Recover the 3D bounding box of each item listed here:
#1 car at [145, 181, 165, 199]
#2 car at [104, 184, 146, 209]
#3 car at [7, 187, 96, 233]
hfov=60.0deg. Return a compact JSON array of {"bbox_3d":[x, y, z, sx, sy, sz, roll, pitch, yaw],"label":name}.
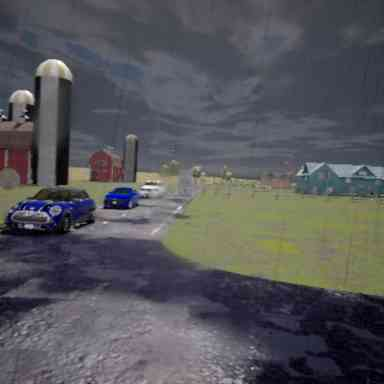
[{"bbox_3d":[-4.567,-0.308,39.477,2.150,2.045,5.566,3,2,3],"label":"car"},{"bbox_3d":[-5.234,0.367,25.608,1.882,1.535,5.008,3,2,3],"label":"car"},{"bbox_3d":[-5.754,0.587,14.224,2.097,1.767,4.553,3,2,3],"label":"car"}]
